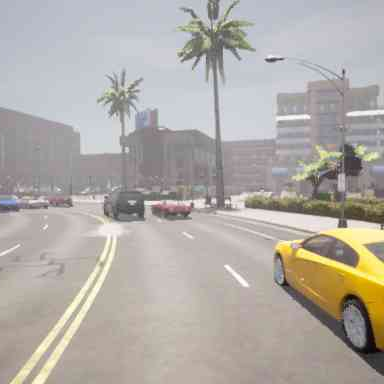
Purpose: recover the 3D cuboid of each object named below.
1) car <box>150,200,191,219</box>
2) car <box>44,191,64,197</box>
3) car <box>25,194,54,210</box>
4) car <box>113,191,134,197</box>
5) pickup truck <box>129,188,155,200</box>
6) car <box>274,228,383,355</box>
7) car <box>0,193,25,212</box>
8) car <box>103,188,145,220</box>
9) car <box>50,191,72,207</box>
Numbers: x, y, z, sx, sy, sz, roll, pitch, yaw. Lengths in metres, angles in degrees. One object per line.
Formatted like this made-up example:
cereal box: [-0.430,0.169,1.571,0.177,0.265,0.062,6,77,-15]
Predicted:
car: [-1.786,1.273,25.805,1.895,1.301,4.718,0,1,-23]
car: [-33.346,0.395,80.216,4.193,1.474,1.816,0,1,18]
car: [-16.945,1.154,35.417,4.718,1.301,1.895,1,1,44]
car: [-16.188,0.425,78.733,4.674,1.452,2.002,0,1,18]
pickup truck: [-9.483,0.280,64.027,2.390,2.098,6.274,0,1,18]
car: [3.040,1.398,6.044,1.882,1.535,5.008,0,1,-5]
car: [-17.688,1.085,31.145,1.882,1.535,5.008,0,1,-43]
car: [-5.260,0.894,25.302,2.150,2.045,5.566,0,1,-25]
car: [-16.333,0.851,39.910,4.553,1.767,2.097,1,1,40]
